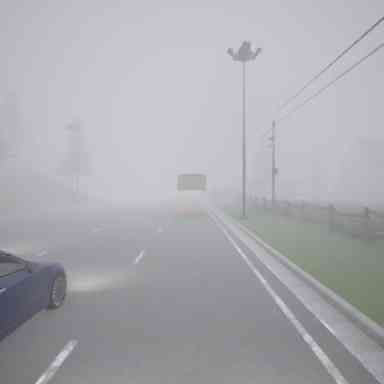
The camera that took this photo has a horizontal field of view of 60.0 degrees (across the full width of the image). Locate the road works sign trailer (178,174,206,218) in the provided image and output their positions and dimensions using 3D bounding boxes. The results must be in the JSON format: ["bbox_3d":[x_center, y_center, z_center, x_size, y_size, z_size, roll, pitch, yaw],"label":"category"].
[{"bbox_3d":[0.002,0.270,27.660,2.380,3.560,2.880,0,0,0],"label":"road works sign trailer"}]

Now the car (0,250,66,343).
[{"bbox_3d":[-3.398,1.492,4.702,1.812,1.442,4.674,0,0,0],"label":"car"}]
